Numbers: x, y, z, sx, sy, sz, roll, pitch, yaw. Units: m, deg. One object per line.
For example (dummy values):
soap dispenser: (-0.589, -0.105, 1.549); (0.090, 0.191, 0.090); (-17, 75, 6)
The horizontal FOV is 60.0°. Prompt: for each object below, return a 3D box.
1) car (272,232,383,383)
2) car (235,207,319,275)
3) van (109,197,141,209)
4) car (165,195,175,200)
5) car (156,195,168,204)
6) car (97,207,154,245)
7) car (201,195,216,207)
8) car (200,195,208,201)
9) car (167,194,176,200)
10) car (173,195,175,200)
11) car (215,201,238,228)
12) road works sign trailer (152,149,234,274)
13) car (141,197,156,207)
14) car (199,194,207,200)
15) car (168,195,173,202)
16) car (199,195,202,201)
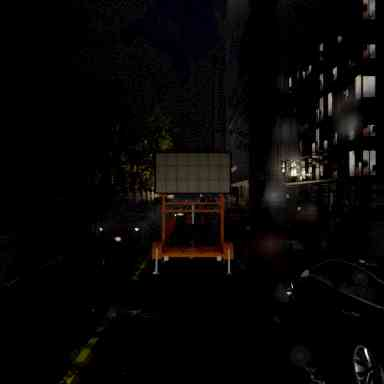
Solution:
car: (2.700, 1.566, 4.763); (1.947, 1.339, 4.313); (0, 0, 0)
car: (2.710, 1.438, 10.444); (1.967, 1.590, 4.097); (0, 0, 0)
van: (-5.643, 1.323, 27.515); (1.690, 1.788, 3.998); (0, 0, 0)
car: (-5.553, 1.396, 84.344); (2.008, 1.369, 4.403); (0, 0, 0)
car: (-5.598, 1.474, 55.929); (1.887, 1.381, 4.507); (0, 0, 0)
car: (-2.978, 1.595, 15.674); (1.895, 1.301, 4.718); (0, 0, 0)
car: (2.773, 1.524, 50.217); (1.802, 1.307, 4.206); (0, 0, 0)
car: (2.818, 1.430, 78.623); (1.947, 1.339, 4.313); (0, 0, 0)
car: (-5.544, 1.376, 90.027); (2.008, 1.369, 4.403); (0, 0, 0)
car: (-5.562, 1.390, 78.490); (1.752, 1.417, 4.829); (0, 0, 0)
car: (2.728, 1.514, 21.980); (1.752, 1.417, 4.829); (0, 0, 0)
road works sign trailer: (0.032, 0.462, 10.506); (2.380, 3.560, 2.880); (0, 0, 1)
car: (-5.626, 1.546, 38.881); (1.802, 1.307, 4.206); (0, 0, 0)
car: (2.836, 1.377, 89.987); (2.008, 1.369, 4.403); (0, 0, 0)
car: (-5.581, 1.450, 67.296); (2.008, 1.369, 4.403); (0, 0, 0)
car: (2.800, 1.444, 67.261); (1.887, 1.381, 4.507); (0, 0, 0)
